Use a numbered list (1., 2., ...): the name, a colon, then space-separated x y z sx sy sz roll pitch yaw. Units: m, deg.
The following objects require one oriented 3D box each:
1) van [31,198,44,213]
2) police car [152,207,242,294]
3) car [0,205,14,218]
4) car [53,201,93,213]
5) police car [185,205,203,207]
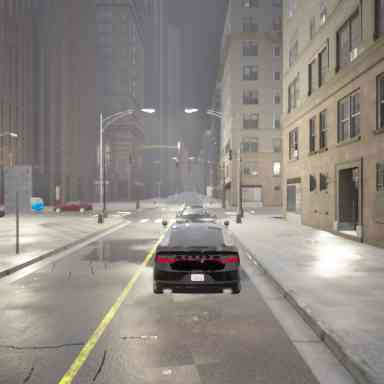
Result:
1. van: -19.584 1.588 39.117 3.998 1.788 1.690 -1 0 0
2. police car: 0.107 1.426 8.917 1.930 1.638 5.238 0 0 0
3. car: -19.611 1.521 30.591 5.009 1.841 2.192 -1 0 0
4. car: -13.957 1.723 39.094 4.507 1.381 1.887 -1 0 0
5. police car: 0.121 1.508 18.522 2.038 1.542 4.974 0 0 0
